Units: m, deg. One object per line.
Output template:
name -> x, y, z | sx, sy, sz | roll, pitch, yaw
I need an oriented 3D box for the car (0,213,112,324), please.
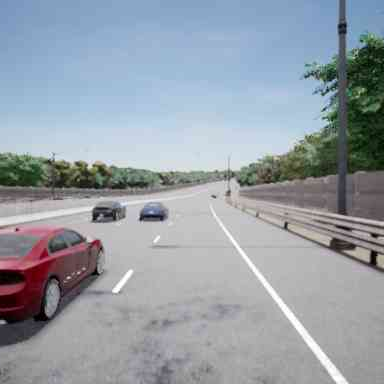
car -> -3.359, 1.454, 7.228 | 1.882, 1.535, 5.008 | 0, 0, 0

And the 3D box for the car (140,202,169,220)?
car -> -3.043, 1.515, 27.357 | 1.994, 1.385, 4.181 | 0, 0, 1

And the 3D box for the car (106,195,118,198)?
car -> -15.660, 1.370, 65.096 | 2.097, 1.767, 4.553 | 0, 0, 3

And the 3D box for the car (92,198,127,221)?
car -> -6.559, 1.452, 26.696 | 1.837, 1.490, 4.892 | 0, 0, 1

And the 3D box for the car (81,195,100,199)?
car -> -19.158, 1.548, 65.182 | 2.033, 1.411, 5.357 | 0, 0, 3

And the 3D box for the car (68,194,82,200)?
car -> -22.656, 1.353, 65.309 | 2.097, 1.767, 4.553 | 0, 0, 3
